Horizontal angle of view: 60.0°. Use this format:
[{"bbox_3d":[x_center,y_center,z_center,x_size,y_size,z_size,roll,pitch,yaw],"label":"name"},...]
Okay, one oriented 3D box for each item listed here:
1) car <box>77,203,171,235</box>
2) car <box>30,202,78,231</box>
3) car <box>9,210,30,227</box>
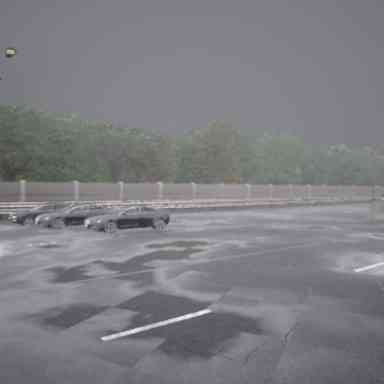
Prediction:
[{"bbox_3d":[-3.500,1.466,18.682,4.902,1.511,2.128,0,0,-36],"label":"car"},{"bbox_3d":[-6.937,1.472,20.504,4.902,1.511,2.128,0,0,-36],"label":"car"},{"bbox_3d":[-9.768,1.488,22.771,4.892,1.490,1.837,0,0,-36],"label":"car"}]
